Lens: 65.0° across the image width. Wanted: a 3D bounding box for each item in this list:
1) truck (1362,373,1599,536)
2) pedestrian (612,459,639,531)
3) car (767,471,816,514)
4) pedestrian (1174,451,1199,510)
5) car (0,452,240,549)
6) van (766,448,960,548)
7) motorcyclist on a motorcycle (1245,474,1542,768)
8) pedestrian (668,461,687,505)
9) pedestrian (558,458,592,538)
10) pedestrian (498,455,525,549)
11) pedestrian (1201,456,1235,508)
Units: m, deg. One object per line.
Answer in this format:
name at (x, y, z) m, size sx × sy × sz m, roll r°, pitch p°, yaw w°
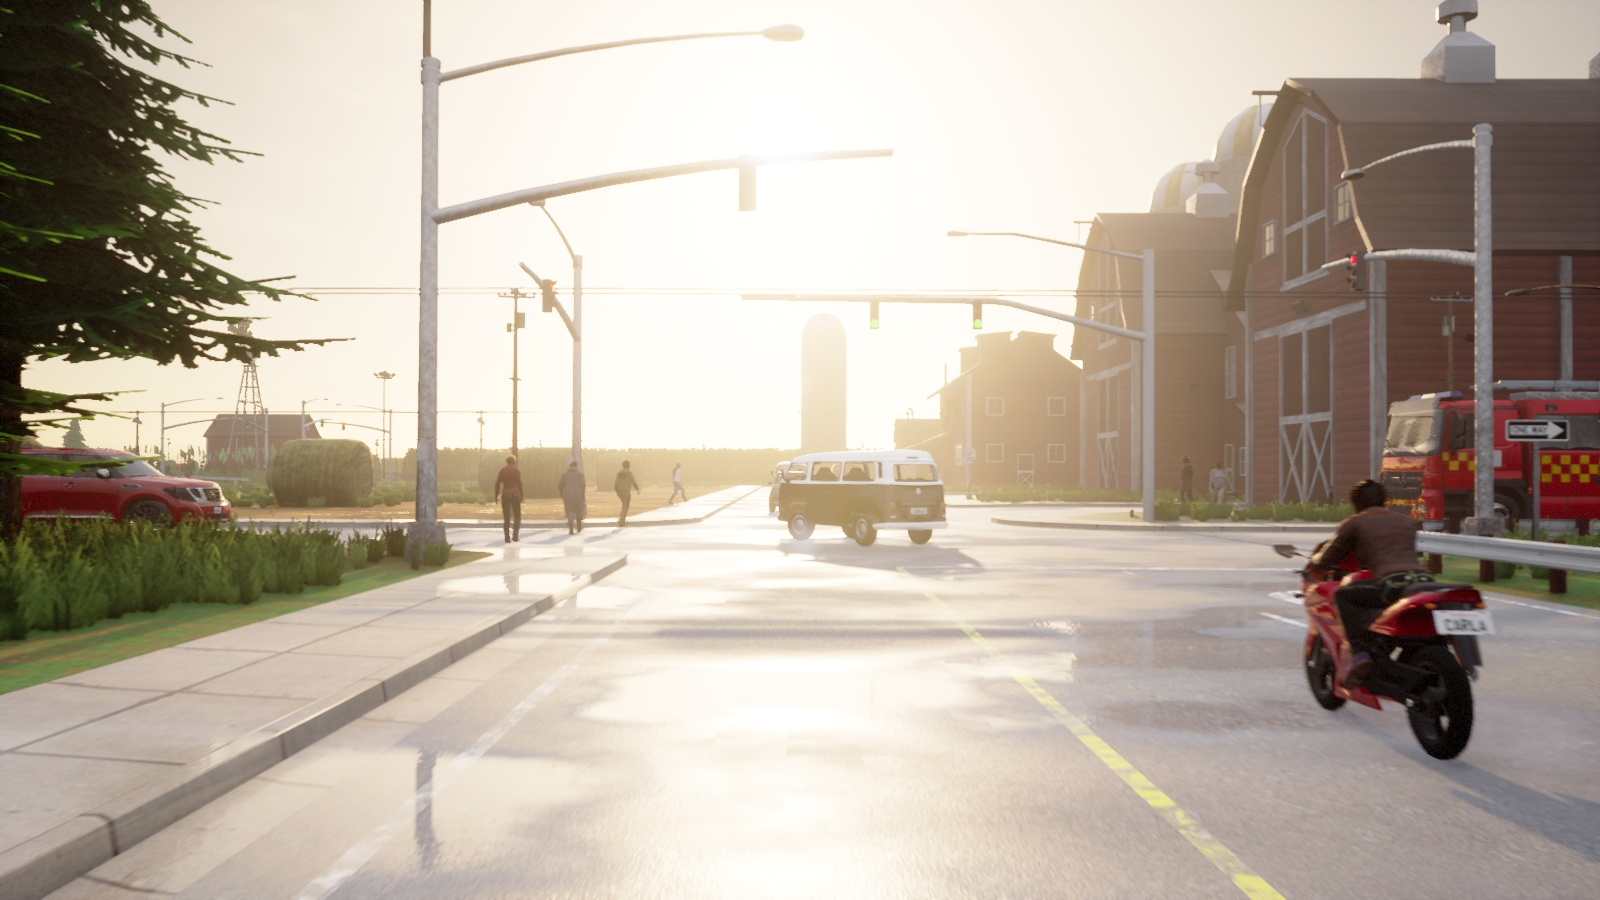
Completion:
truck at (18.775, 0.119, 30.965) m, size 8.468 × 3.827 × 2.891 m, roll 0°, pitch -1°, yaw 1°
pedestrian at (-4.725, 1.200, 33.974) m, size 0.396 × 1.930 × 0.692 m, roll -1°, pitch -1°, yaw 27°
car at (-0.324, 1.597, 48.107) m, size 1.789 × 1.549 × 3.705 m, roll 0°, pitch -1°, yaw 0°
pedestrian at (12.832, 1.000, 41.676) m, size 0.666 × 1.930 × 0.402 m, roll 0°, pitch -1°, yaw -22°
car at (-15.667, 1.090, 27.834) m, size 5.566 × 2.045 × 2.150 m, roll 0°, pitch -1°, yaw 0°
van at (1.302, 1.016, 27.991) m, size 2.069 × 2.038 × 4.480 m, roll 0°, pitch -1°, yaw -33°
motorcyclist on a motorcycle at (3.455, 0.910, 7.571) m, size 0.797 × 1.523 × 2.044 m, roll 0°, pitch -1°, yaw 0°
pedestrian at (-5.129, 1.376, 52.496) m, size 0.706 × 1.836 × 0.354 m, roll 0°, pitch -1°, yaw 8°
pedestrian at (-5.570, 1.181, 31.169) m, size 0.659 × 1.952 × 0.873 m, roll 0°, pitch -1°, yaw 2°
pedestrian at (-5.774, 1.037, 25.154) m, size 0.331 × 1.846 × 0.636 m, roll 0°, pitch -1°, yaw 5°
pedestrian at (15.114, 1.156, 45.389) m, size 0.874 × 1.855 × 0.900 m, roll 0°, pitch -1°, yaw -5°
